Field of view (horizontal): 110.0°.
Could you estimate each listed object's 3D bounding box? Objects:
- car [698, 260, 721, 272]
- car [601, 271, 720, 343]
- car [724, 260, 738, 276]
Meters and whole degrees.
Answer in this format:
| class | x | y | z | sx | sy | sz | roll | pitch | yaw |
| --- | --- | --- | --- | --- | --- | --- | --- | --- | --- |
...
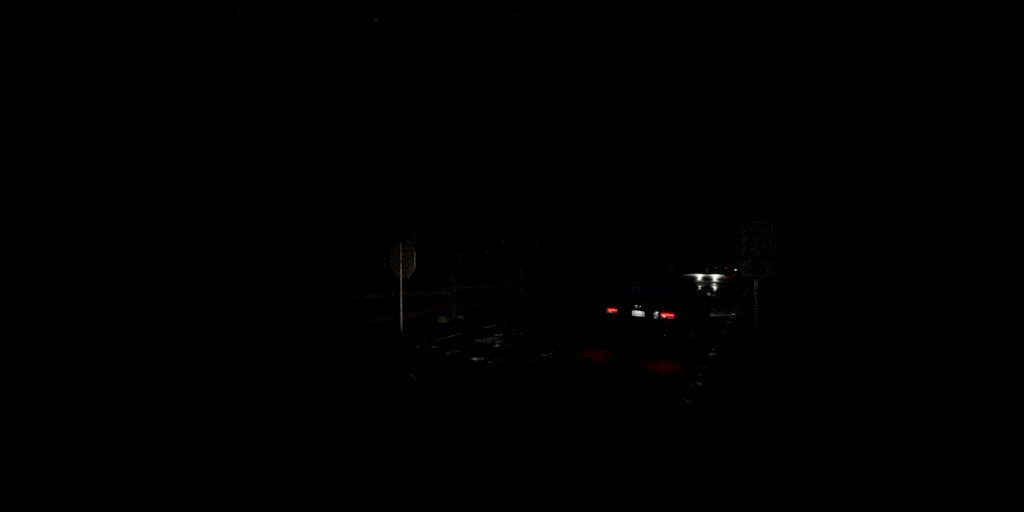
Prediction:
| class | x | y | z | sx | sy | sz | roll | pitch | yaw |
| --- | --- | --- | --- | --- | --- | --- | --- | --- | --- |
| car | 22.178 | 1.197 | 40.195 | 1.837 | 1.490 | 4.892 | 0 | 0 | 35 |
| car | 4.178 | 1.291 | 9.820 | 2.033 | 1.411 | 5.357 | 0 | 0 | 35 |
| car | 22.188 | 1.265 | 35.343 | 1.994 | 1.385 | 4.181 | 0 | 0 | 36 |
